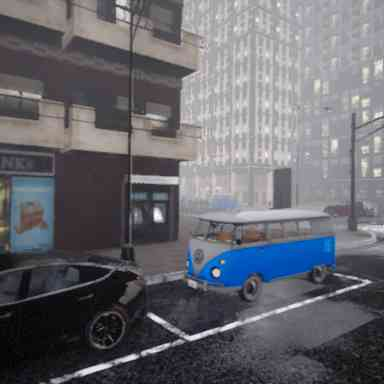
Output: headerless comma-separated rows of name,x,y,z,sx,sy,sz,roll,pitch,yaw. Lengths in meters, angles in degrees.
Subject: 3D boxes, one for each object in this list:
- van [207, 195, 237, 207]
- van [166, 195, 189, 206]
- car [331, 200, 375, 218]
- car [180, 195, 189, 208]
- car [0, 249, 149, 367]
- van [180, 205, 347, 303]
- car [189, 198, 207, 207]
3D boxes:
van,4.155,1.336,43.610,1.690,1.788,3.998,1,-1,-35
van,-2.385,1.322,52.821,1.690,1.788,3.998,1,-1,-35
car,13.965,1.458,29.792,1.967,1.590,4.097,1,-1,-35
car,-2.680,1.396,38.757,2.008,1.369,4.403,1,-1,-35
car,-2.681,1.566,4.591,4.313,1.339,1.947,0,1,-35
van,1.734,1.333,7.943,3.998,1.788,1.690,0,1,-35
car,0.882,1.539,48.213,2.008,1.369,4.403,1,-1,-35
